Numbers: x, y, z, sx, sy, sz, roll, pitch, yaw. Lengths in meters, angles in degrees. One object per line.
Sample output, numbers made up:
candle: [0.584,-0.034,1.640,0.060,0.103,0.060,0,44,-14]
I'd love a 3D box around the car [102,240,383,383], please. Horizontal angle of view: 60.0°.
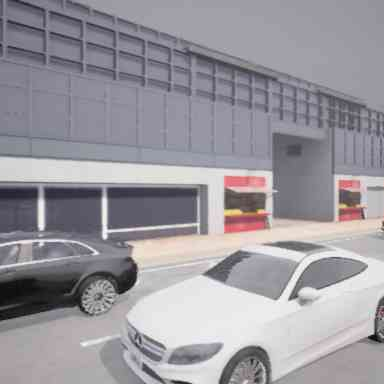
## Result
car: [1.302,1.515,4.909,4.674,1.442,1.812,0,0,-35]

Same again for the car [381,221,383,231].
car: [11.201,1.548,16.177,4.718,1.301,1.895,0,0,-35]

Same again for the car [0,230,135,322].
car: [-3.333,1.490,5.906,4.902,1.511,2.128,0,0,-35]
